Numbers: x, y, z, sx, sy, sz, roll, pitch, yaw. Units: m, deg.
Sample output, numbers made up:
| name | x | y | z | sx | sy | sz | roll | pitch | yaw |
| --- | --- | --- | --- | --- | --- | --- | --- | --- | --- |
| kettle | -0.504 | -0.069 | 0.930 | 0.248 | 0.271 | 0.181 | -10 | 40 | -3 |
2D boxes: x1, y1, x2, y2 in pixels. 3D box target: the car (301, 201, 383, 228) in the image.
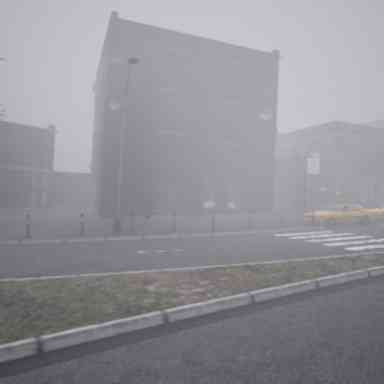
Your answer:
| name | x | y | z | sx | sy | sz | roll | pitch | yaw |
| --- | --- | --- | --- | --- | --- | --- | --- | --- | --- |
| car | 9.713 | 1.418 | 21.933 | 5.366 | 1.575 | 1.946 | 0 | 0 | -24 |
